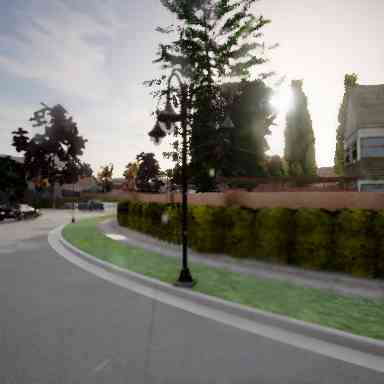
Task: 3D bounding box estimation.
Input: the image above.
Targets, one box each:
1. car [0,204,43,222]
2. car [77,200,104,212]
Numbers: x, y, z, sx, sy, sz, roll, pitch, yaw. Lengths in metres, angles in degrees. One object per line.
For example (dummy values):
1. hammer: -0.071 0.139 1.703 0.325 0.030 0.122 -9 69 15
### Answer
1. car: -14.974 1.775 28.911 2.033 1.411 5.357 0 -1 -1
2. car: -14.825 1.924 48.770 2.097 1.767 4.553 0 -1 16
